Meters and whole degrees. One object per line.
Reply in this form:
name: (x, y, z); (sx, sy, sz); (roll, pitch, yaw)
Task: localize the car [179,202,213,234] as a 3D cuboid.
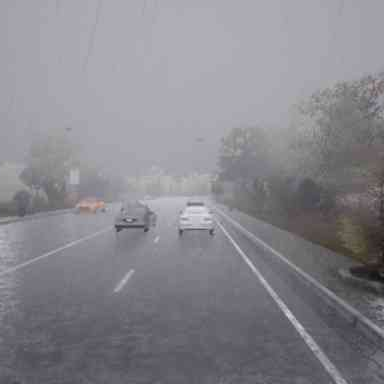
car: (0.225, 1.515, 18.926); (1.812, 1.442, 4.674); (0, 0, 0)

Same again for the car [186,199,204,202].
car: (0.355, 1.457, 36.797); (1.882, 1.535, 5.008); (0, 0, 0)

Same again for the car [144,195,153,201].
car: (-9.960, 1.415, 75.000); (1.882, 1.535, 5.008); (0, 0, 0)

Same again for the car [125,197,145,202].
car: (-6.825, 1.537, 37.772); (1.994, 1.385, 4.181); (0, 0, 1)

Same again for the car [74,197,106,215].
car: (-10.354, 1.324, 34.040); (2.097, 1.767, 4.553); (0, 0, 1)

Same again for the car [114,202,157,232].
car: (-3.267, 1.533, 19.949); (2.033, 1.411, 5.357); (0, 0, 0)
